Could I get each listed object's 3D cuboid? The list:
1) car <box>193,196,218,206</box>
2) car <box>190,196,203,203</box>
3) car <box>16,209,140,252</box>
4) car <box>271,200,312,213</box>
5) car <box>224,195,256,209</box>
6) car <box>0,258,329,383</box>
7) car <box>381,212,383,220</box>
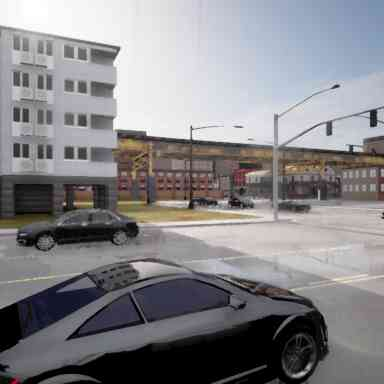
[{"bbox_3d":[2.561,1.547,55.805,2.033,1.411,5.357,0,0,-21],"label":"car"},{"bbox_3d":[1.023,1.548,68.920,2.033,1.411,5.357,0,0,9],"label":"car"},{"bbox_3d":[-4.644,1.505,13.993,4.892,1.490,1.837,0,0,-28],"label":"car"},{"bbox_3d":[11.122,1.601,37.321,1.895,1.301,4.718,0,0,-26],"label":"car"},{"bbox_3d":[6.832,1.505,46.371,1.837,1.490,4.892,0,0,-25],"label":"car"},{"bbox_3d":[-0.301,1.564,4.109,4.181,1.385,1.994,0,0,-30],"label":"car"},{"bbox_3d":[15.653,1.585,23.345,4.718,1.301,1.895,0,0,-23],"label":"car"}]
